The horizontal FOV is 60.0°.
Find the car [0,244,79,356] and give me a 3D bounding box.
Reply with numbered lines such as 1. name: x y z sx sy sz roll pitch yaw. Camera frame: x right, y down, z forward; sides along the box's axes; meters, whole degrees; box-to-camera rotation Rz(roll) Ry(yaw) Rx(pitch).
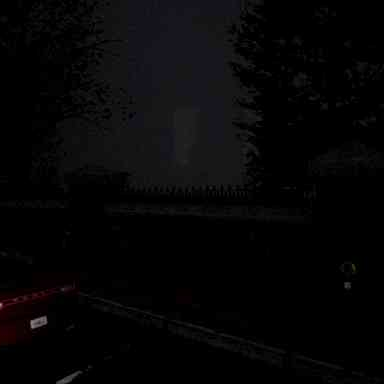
1. car: -3.786 1.544 5.588 4.507 1.381 1.887 0 0 36
